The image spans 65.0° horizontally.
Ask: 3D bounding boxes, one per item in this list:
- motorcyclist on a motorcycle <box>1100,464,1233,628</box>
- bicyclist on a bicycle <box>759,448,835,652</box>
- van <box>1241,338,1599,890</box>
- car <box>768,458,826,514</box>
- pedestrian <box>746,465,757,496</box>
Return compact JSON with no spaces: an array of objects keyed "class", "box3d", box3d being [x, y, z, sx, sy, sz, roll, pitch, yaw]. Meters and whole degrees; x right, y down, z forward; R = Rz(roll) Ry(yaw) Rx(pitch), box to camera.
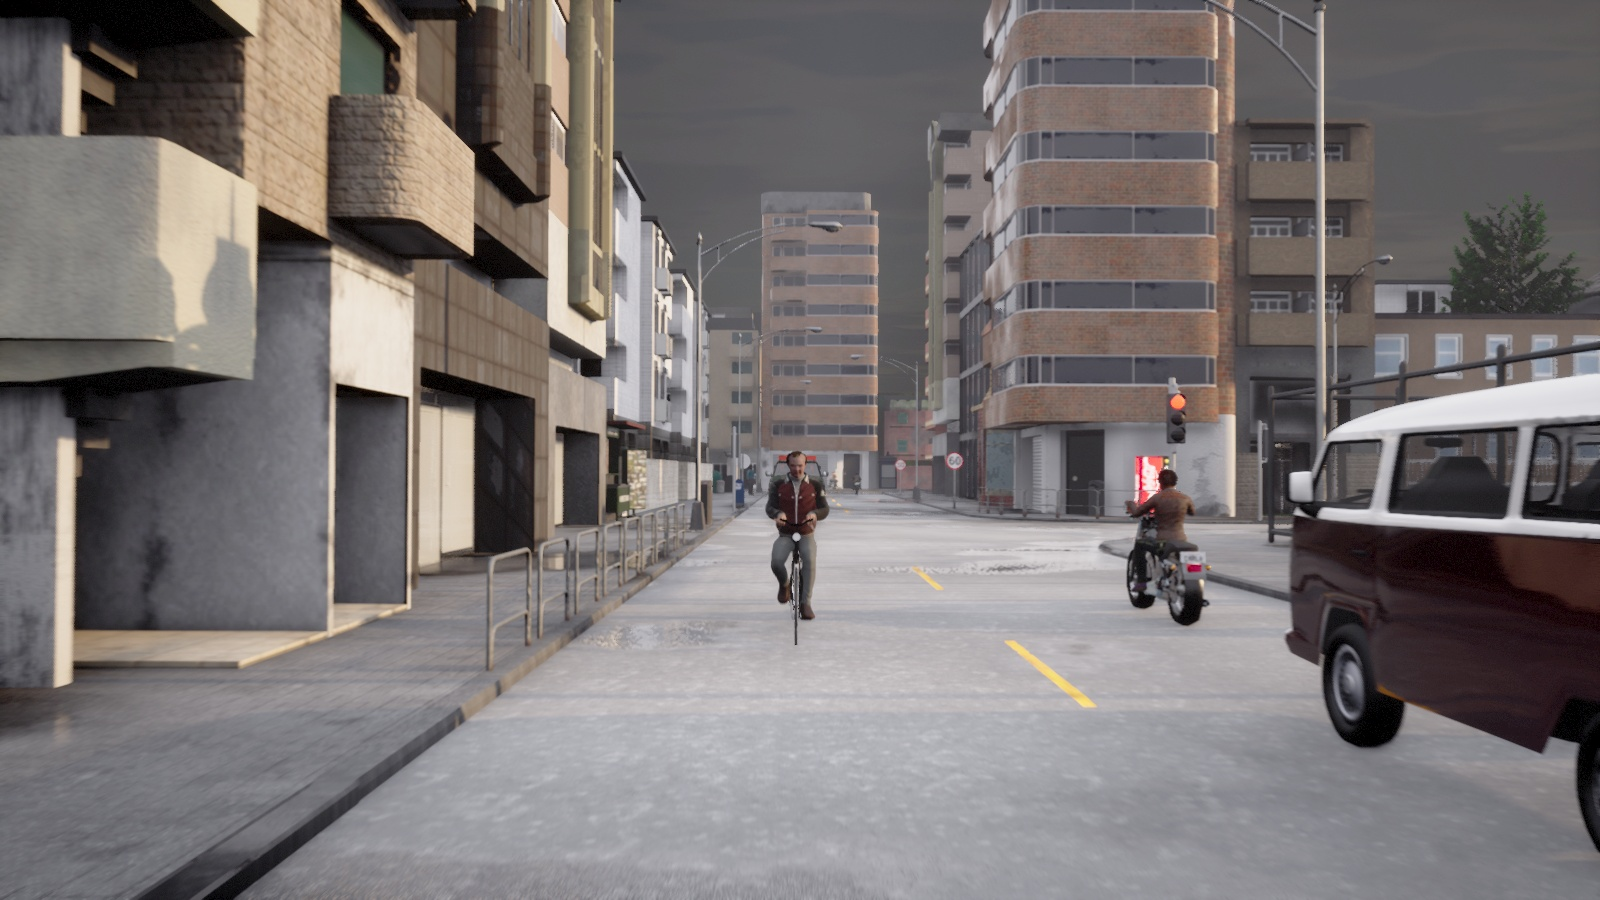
[{"class":"motorcyclist on a motorcycle","box3d":[3.966,0.989,13.806,0.766,1.649,2.350,0,-1,0]},{"class":"bicyclist on a bicycle","box3d":[-0.027,0.892,11.887,0.659,1.776,1.843,0,-1,0]},{"class":"van","box3d":[3.983,0.629,6.127,2.069,2.038,4.480,0,-1,0]},{"class":"car","box3d":[-0.111,1.381,48.966,2.150,2.045,5.566,0,-1,0]},{"class":"pedestrian","box3d":[-2.983,1.866,76.938,0.396,1.930,0.692,0,-1,-25]}]
